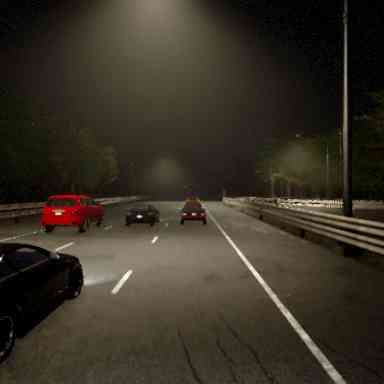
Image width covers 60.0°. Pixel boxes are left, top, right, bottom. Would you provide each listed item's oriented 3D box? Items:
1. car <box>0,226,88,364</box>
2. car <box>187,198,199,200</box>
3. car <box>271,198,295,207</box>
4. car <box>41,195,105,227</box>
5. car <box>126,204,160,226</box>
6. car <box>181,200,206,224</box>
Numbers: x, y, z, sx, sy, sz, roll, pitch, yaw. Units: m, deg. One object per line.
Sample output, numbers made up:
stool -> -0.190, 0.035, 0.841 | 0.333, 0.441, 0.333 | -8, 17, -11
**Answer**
car -> -3.401, 1.564, 5.755 | 1.994, 1.385, 4.181 | 0, 0, 0
car -> 0.107, 1.458, 42.958 | 1.882, 1.535, 5.008 | 0, 0, 0
car -> 14.591, 1.660, 53.715 | 1.994, 1.385, 4.181 | 0, 0, -30
car -> -6.898, 1.214, 19.843 | 2.150, 2.045, 5.566 | 0, 0, 0
car -> -3.395, 1.555, 23.551 | 1.994, 1.385, 4.181 | 0, 0, 0
car -> 0.103, 1.537, 24.869 | 2.033, 1.411, 5.357 | 0, 0, 0
